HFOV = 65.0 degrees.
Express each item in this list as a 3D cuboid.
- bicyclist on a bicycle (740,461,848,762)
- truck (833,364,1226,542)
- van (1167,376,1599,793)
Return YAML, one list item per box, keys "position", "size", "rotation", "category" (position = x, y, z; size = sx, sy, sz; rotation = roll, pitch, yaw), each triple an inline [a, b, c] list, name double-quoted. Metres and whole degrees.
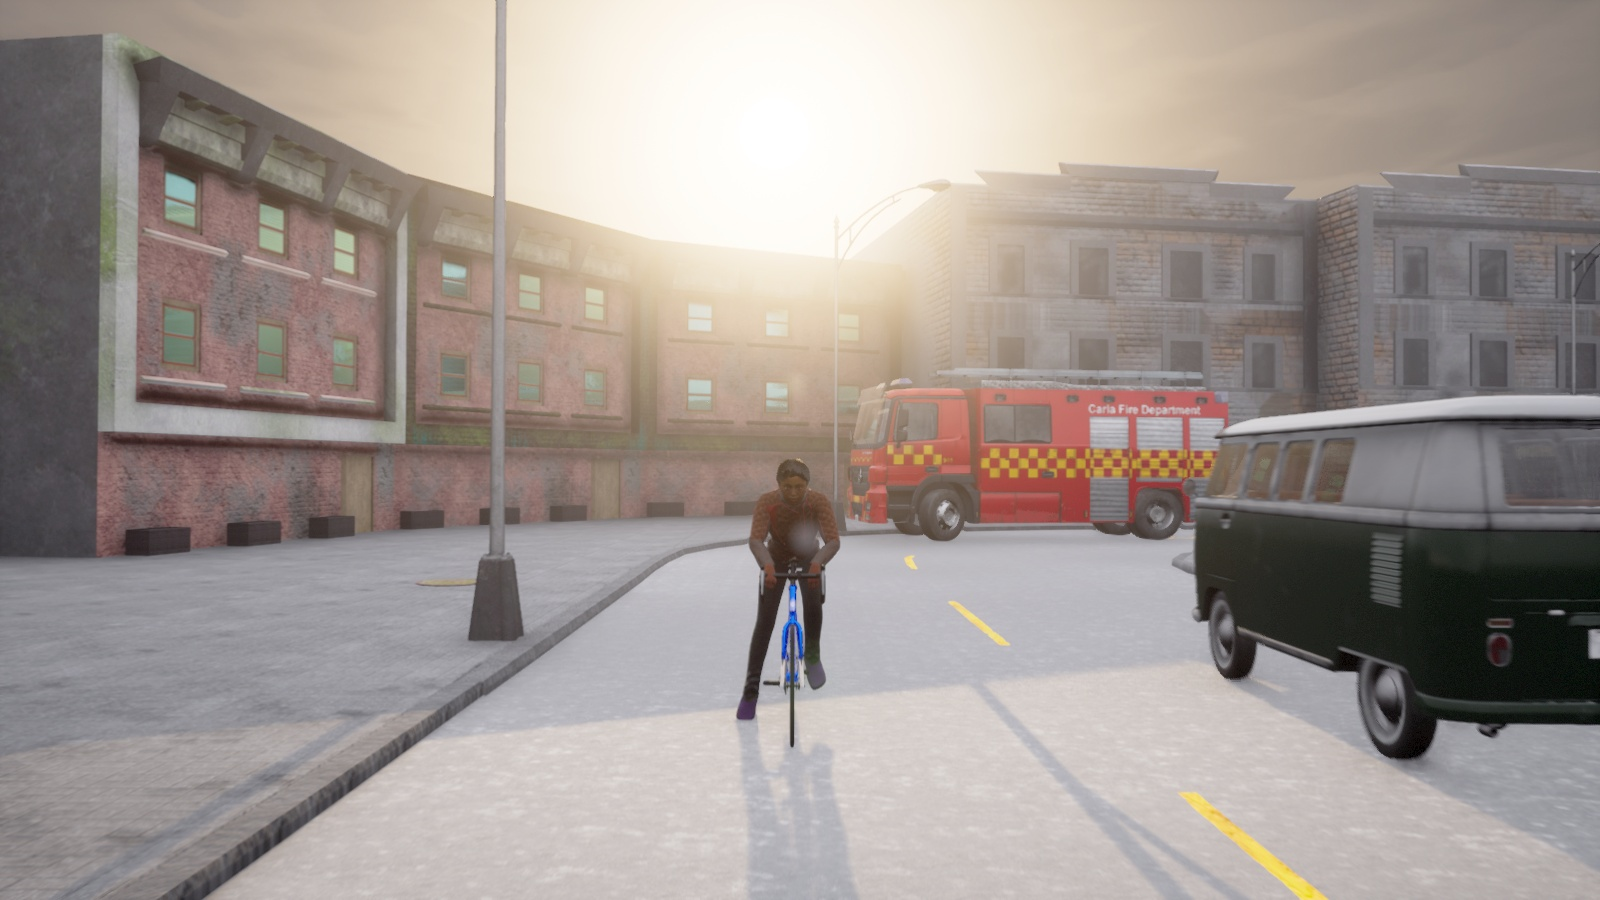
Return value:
- position: [-0.036, 0.880, 7.617]
  size: [0.582, 1.620, 1.656]
  rotation: [0, -1, 0]
  category: "bicyclist on a bicycle"
- position: [5.208, 0.063, 29.131]
  size: [8.468, 3.827, 2.891]
  rotation: [0, -1, -10]
  category: "truck"
- position: [3.957, 0.674, 8.233]
  size: [1.775, 1.987, 4.442]
  rotation: [0, -1, 0]
  category: "van"
